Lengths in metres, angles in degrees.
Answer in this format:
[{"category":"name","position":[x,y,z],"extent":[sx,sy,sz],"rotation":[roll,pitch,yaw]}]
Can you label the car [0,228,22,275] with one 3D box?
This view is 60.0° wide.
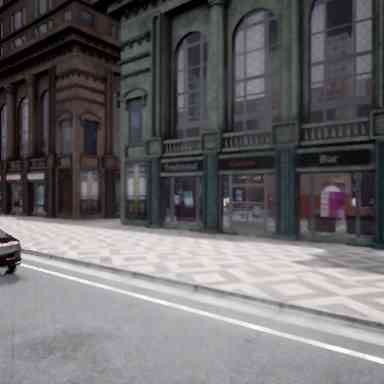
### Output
[{"category":"car","position":[-6.605,1.497,9.232],"extent":[4.902,1.511,2.128],"rotation":[0,0,37]}]
